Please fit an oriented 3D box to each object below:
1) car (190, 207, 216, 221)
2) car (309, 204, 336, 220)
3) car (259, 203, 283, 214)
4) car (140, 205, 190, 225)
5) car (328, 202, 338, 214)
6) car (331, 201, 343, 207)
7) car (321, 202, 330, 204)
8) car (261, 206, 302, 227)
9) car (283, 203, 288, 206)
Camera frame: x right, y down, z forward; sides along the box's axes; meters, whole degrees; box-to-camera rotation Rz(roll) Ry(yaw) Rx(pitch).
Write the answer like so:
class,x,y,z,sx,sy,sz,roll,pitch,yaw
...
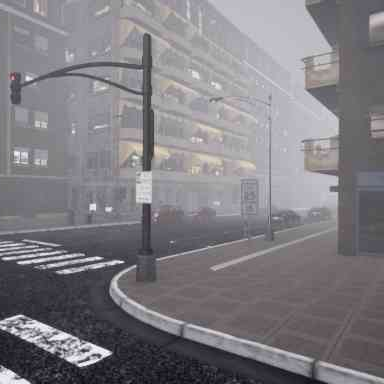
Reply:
class,x,y,z,sx,sy,sz,roll,pitch,yaw
car,0.844,2.063,32.207,1.802,1.307,4.206,-1,-1,35
car,14.147,2.295,36.784,1.947,1.339,4.313,-1,-2,35
car,10.556,2.326,46.188,1.887,1.381,4.507,-1,-1,35
car,-2.393,1.820,27.551,1.967,1.590,4.097,-1,-1,35
car,20.719,2.458,46.245,1.752,1.417,4.829,-1,-2,35
car,36.430,3.021,83.491,1.967,1.590,4.097,-1,-1,35
car,18.897,2.527,48.080,1.895,1.301,4.718,0,-1,35
car,7.671,2.095,27.463,1.947,1.339,4.313,-1,-2,35
car,13.697,2.403,50.709,1.752,1.417,4.829,-1,-1,35
